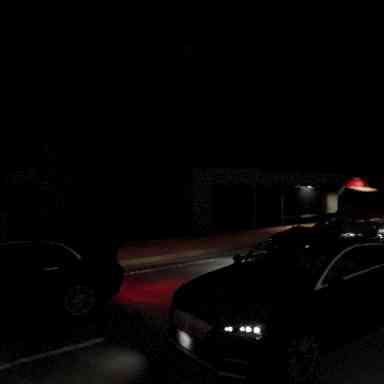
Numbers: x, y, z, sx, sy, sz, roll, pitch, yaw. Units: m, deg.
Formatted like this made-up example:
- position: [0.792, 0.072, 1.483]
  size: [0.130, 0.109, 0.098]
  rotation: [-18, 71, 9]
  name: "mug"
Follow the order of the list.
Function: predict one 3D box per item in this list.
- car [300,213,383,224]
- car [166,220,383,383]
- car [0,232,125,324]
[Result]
- position: [5.074, 1.490, 11.870]
  size: [5.357, 1.411, 2.033]
  rotation: [0, 0, -36]
  name: "car"
- position: [1.917, 1.468, 5.346]
  size: [4.902, 1.511, 2.128]
  rotation: [0, 0, -35]
  name: "car"
- position: [-3.603, 1.505, 5.715]
  size: [4.892, 1.490, 1.837]
  rotation: [0, 0, -35]
  name: "car"
